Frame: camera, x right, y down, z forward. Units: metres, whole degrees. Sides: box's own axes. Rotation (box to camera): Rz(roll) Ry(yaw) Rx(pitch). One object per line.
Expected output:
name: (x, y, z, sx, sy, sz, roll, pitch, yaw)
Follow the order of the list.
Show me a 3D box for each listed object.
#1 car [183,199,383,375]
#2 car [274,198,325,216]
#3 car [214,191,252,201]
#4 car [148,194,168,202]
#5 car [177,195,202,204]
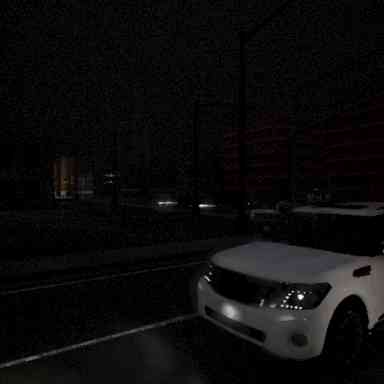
car: (2.748, 1.221, 5.967, 5.566, 2.045, 2.150, 0, 0, -36)
car: (10.446, 1.393, 32.665, 1.812, 1.442, 4.674, 0, 1, -34)
car: (4.972, 0.950, 40.670, 2.150, 2.045, 5.566, 0, 1, -35)
car: (-5.832, 0.956, 56.465, 1.994, 1.385, 4.181, 0, 1, -34)
car: (-0.379, 1.126, 48.481, 1.994, 1.385, 4.181, 0, 1, -34)
